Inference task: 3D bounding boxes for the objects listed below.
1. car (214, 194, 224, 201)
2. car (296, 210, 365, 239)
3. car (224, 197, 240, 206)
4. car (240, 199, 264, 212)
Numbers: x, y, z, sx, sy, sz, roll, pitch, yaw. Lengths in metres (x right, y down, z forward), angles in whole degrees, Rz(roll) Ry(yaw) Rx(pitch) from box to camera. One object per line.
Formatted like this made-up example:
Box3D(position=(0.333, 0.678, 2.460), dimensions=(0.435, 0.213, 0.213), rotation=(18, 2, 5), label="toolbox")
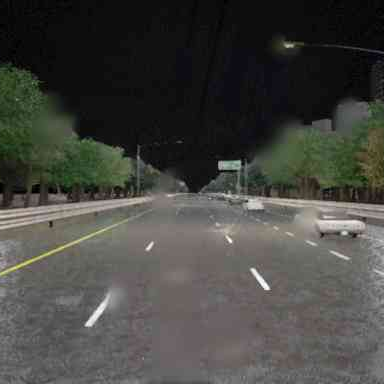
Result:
Box3D(position=(7.401, 1.562, 86.179), dimensions=(1.837, 1.490, 4.892), rotation=(0, 0, 1), label="car")
Box3D(position=(7.015, 1.614, 17.510), dimensions=(1.895, 1.301, 4.718), rotation=(0, 0, 0), label="car")
Box3D(position=(7.168, 1.542, 56.040), dimensions=(2.128, 1.511, 4.902), rotation=(0, 0, 0), label="car")
Box3D(position=(7.078, 1.566, 38.444), dimensions=(1.812, 1.442, 4.674), rotation=(0, 0, 0), label="car")
